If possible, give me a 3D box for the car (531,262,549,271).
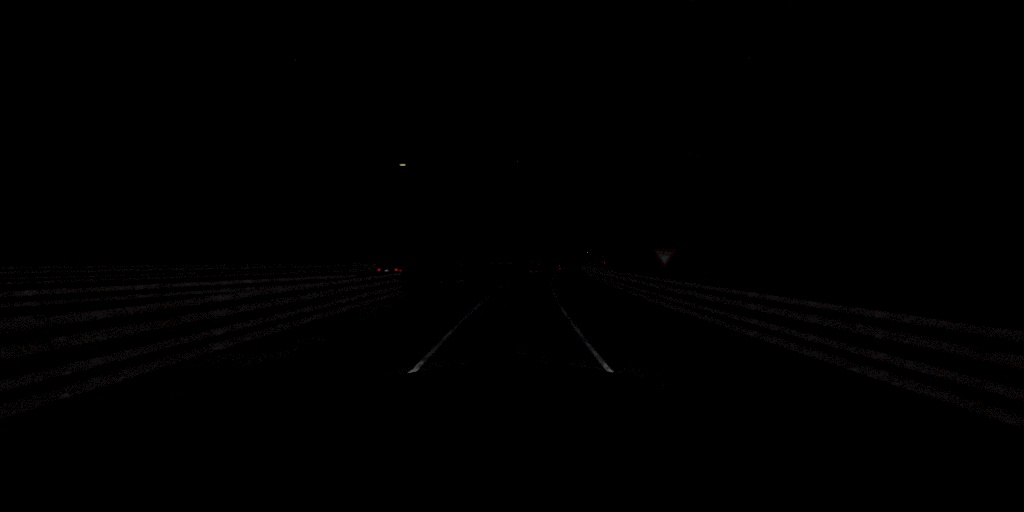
[{"bbox_3d":[4.505,1.655,57.519,1.882,1.535,5.008,0,0,19],"label":"car"}]

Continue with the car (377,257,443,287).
[{"bbox_3d":[-7.273,1.086,26.030,2.150,2.045,5.566,0,0,22],"label":"car"}]
